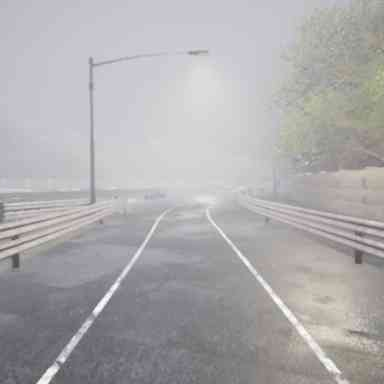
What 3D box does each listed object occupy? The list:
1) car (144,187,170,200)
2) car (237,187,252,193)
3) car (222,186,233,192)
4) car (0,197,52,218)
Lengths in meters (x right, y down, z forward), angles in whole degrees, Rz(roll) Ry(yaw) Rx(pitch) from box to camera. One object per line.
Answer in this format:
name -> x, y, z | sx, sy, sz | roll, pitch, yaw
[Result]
car -> -5.296, 0.410, 48.880 | 1.994, 1.385, 4.181 | 1, 2, 24
car -> 12.042, -0.514, 78.372 | 1.812, 1.442, 4.674 | 0, 2, 25
car -> 9.774, -0.860, 90.219 | 1.882, 1.535, 5.008 | 0, 2, 25
car -> -12.431, 1.090, 24.564 | 1.994, 1.385, 4.181 | 0, 2, 24
